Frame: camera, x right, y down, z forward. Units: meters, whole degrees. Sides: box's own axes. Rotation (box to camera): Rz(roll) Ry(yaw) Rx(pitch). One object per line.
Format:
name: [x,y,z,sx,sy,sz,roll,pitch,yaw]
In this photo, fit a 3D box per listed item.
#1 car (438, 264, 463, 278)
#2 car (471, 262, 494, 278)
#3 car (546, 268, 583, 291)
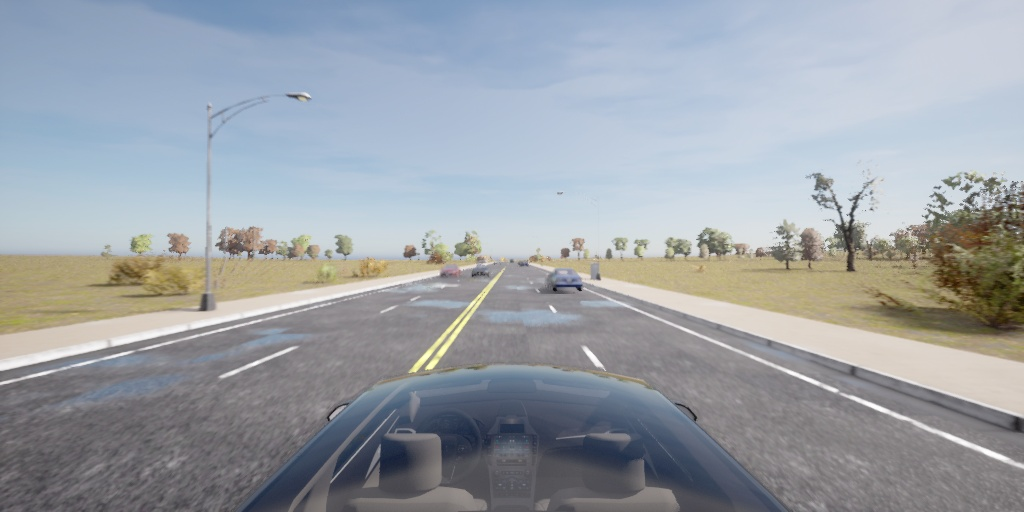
car: [-6.591,1.614,38.932,1.812,1.442,4.674,0,0,0]
car: [-3.338,1.657,39.347,1.994,1.385,4.181,0,-1,0]
car: [3.348,1.496,23.519,2.033,1.411,5.357,0,-1,0]
